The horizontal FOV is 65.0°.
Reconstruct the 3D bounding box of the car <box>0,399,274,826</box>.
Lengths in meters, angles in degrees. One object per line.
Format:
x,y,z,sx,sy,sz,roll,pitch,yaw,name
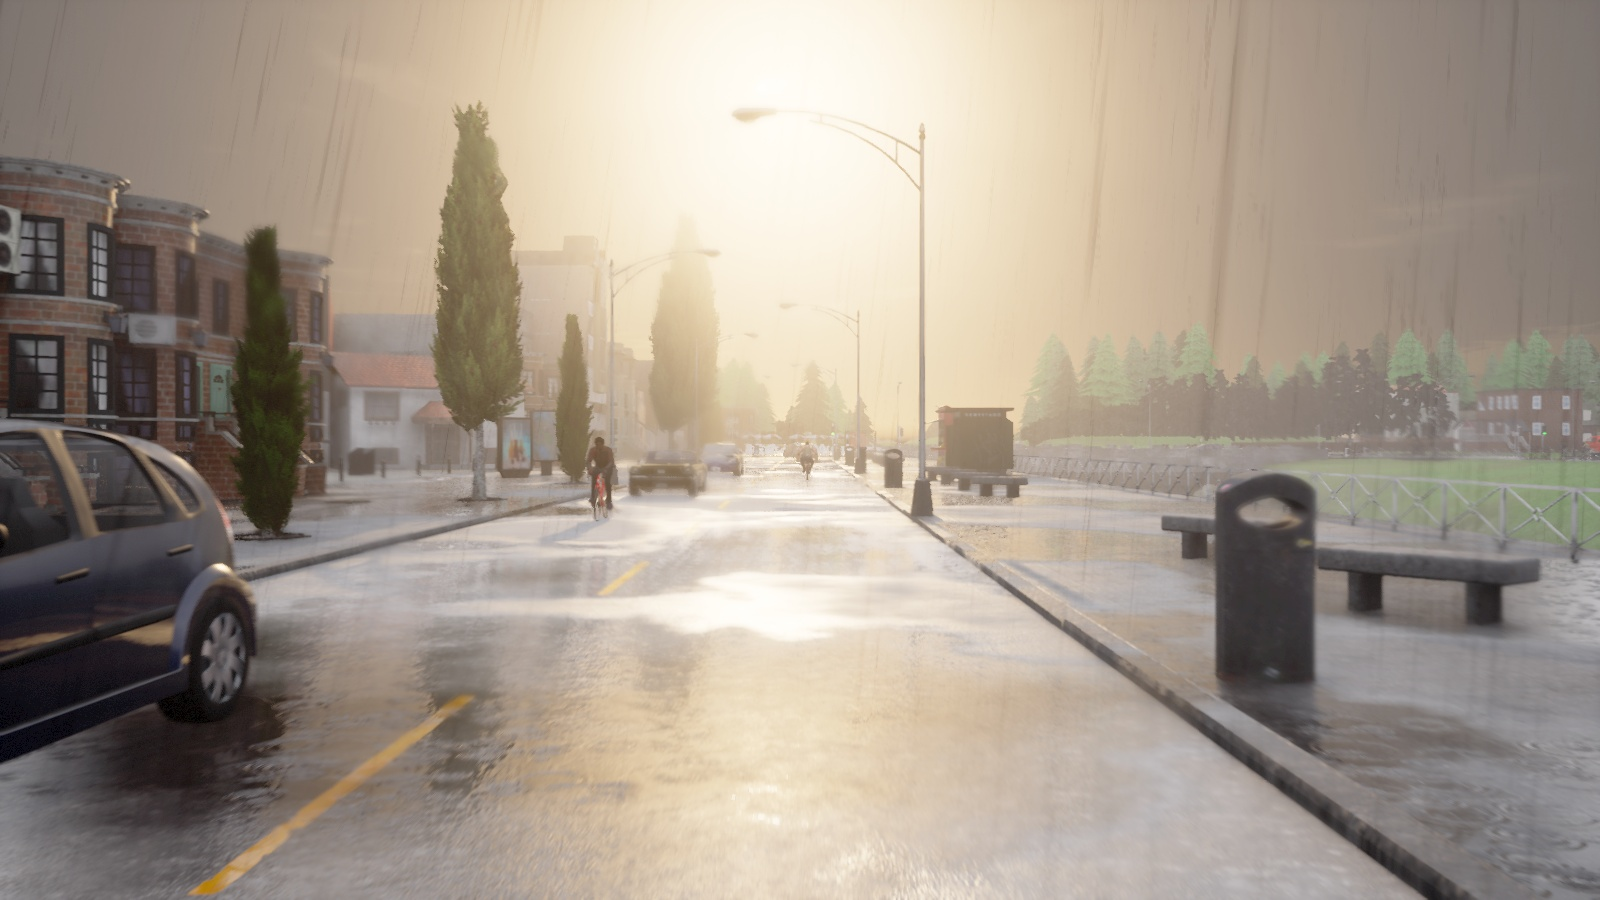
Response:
-3.955,0.612,5.208,1.851,1.617,3.988,0,0,0,car

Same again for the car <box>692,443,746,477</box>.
-3.664,0.418,57.674,2.163,1.488,4.792,0,0,0,car

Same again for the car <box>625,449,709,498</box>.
-3.782,0.639,36.398,1.895,1.301,4.718,0,0,0,car

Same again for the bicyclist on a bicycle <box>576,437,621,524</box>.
-3.850,0.560,24.109,0.582,1.620,1.656,0,1,0,bicyclist on a bicycle
